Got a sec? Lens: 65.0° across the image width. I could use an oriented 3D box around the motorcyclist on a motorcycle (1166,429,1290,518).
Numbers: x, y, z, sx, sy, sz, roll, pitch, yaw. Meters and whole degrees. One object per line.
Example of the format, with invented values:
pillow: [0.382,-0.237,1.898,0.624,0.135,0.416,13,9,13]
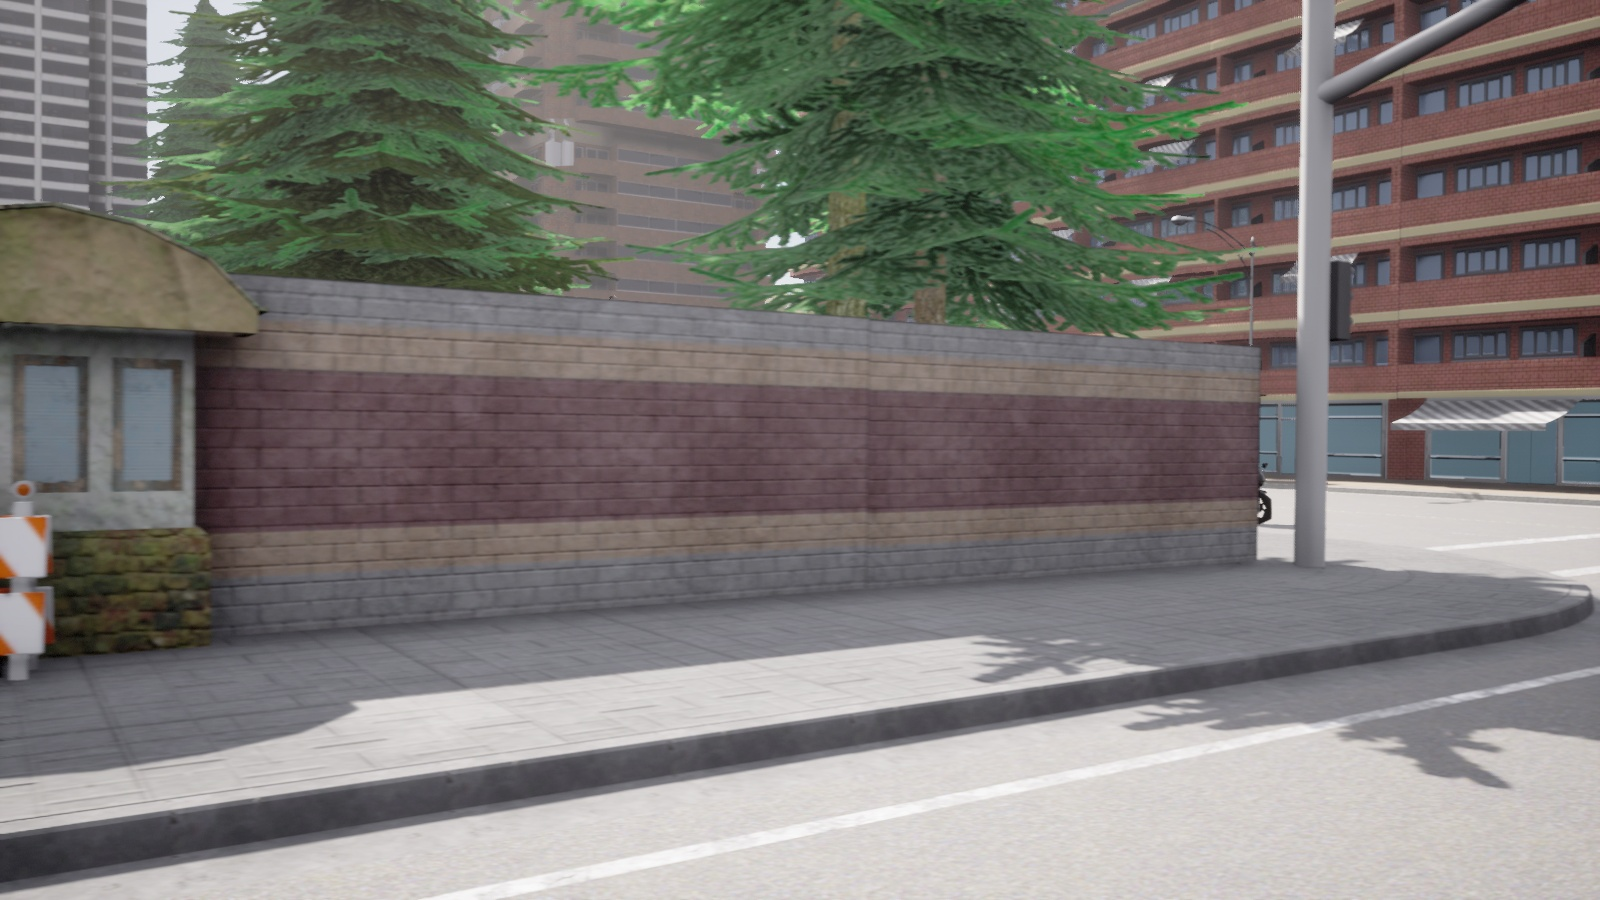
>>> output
motorcyclist on a motorcycle: [7.677,0.385,22.604,0.797,1.523,2.044,-1,1,-33]
